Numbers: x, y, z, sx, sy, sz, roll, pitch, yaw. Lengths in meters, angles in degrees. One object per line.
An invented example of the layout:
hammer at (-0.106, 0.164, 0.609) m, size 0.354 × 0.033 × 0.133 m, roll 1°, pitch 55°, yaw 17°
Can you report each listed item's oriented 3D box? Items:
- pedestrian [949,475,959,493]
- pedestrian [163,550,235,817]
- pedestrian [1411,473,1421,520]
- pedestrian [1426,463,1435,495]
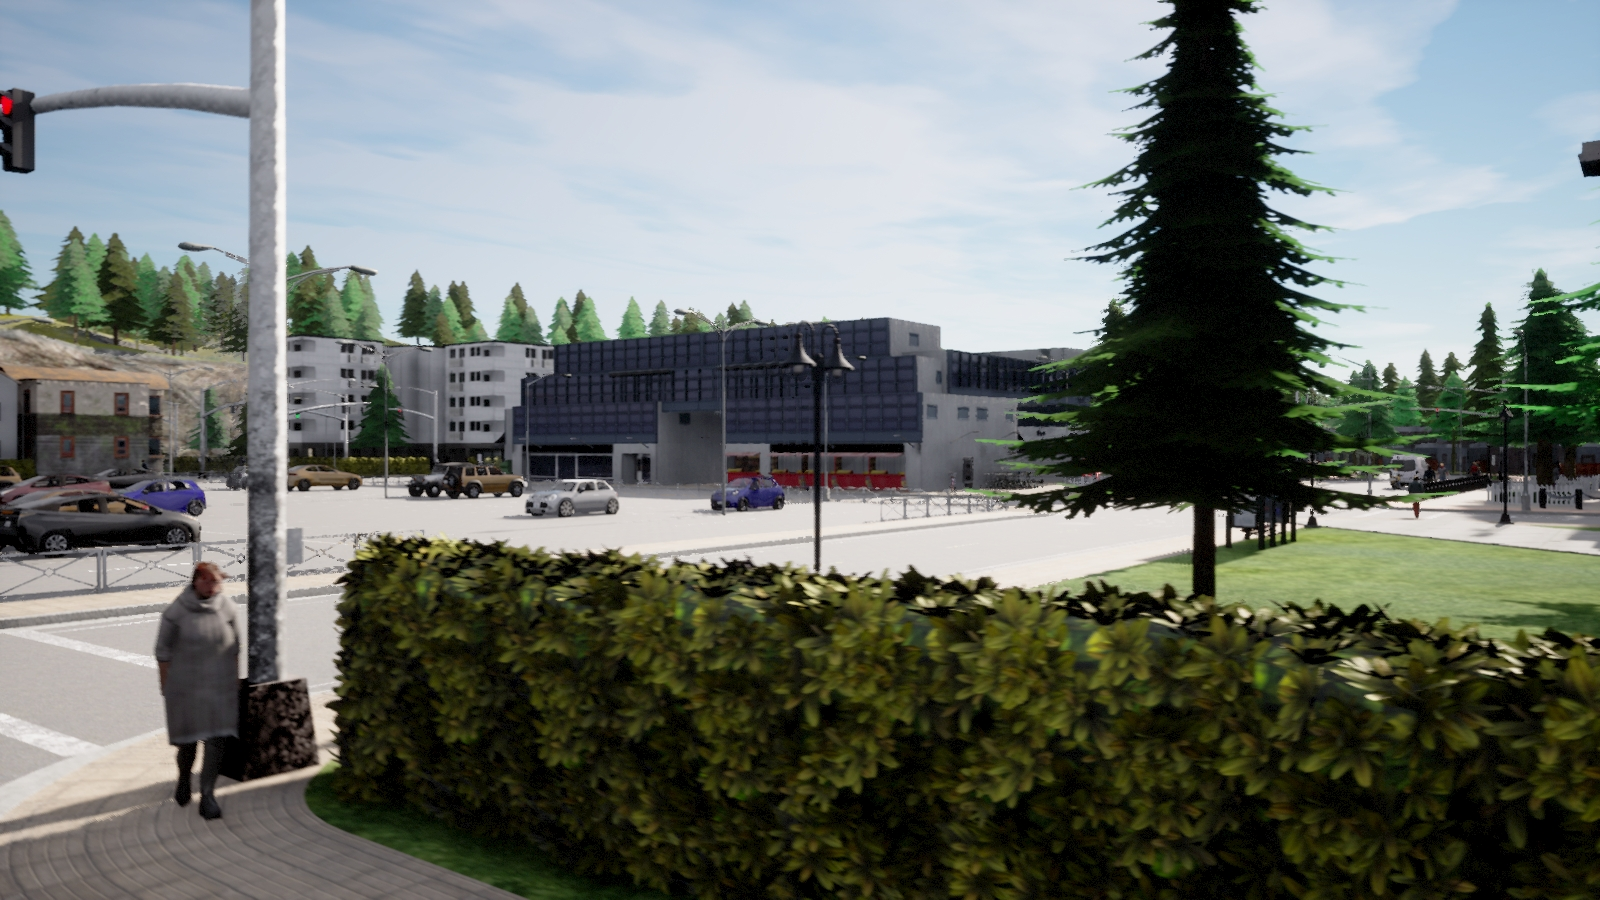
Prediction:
pedestrian at (9.451, 2.084, 70.091) m, size 0.500 × 1.100 × 0.500 m, roll 0°, pitch 0°, yaw 19°
pedestrian at (-4.434, 1.694, 8.427) m, size 0.375 × 1.860 × 0.375 m, roll 0°, pitch 0°, yaw -44°
pedestrian at (24.664, 1.855, 45.743) m, size 0.375 × 1.860 × 0.375 m, roll 0°, pitch 0°, yaw 30°
pedestrian at (37.722, 1.730, 68.369) m, size 0.375 × 1.860 × 0.375 m, roll 0°, pitch 0°, yaw 38°
